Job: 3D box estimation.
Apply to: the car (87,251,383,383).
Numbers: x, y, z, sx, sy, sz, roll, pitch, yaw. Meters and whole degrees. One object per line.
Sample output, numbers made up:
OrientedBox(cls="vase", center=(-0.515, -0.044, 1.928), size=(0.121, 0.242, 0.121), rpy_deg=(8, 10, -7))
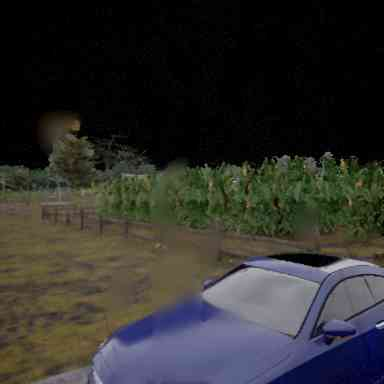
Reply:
OrientedBox(cls="car", center=(1.194, 1.519, 3.924), size=(4.674, 1.442, 1.812), rpy_deg=(0, 0, -36))
